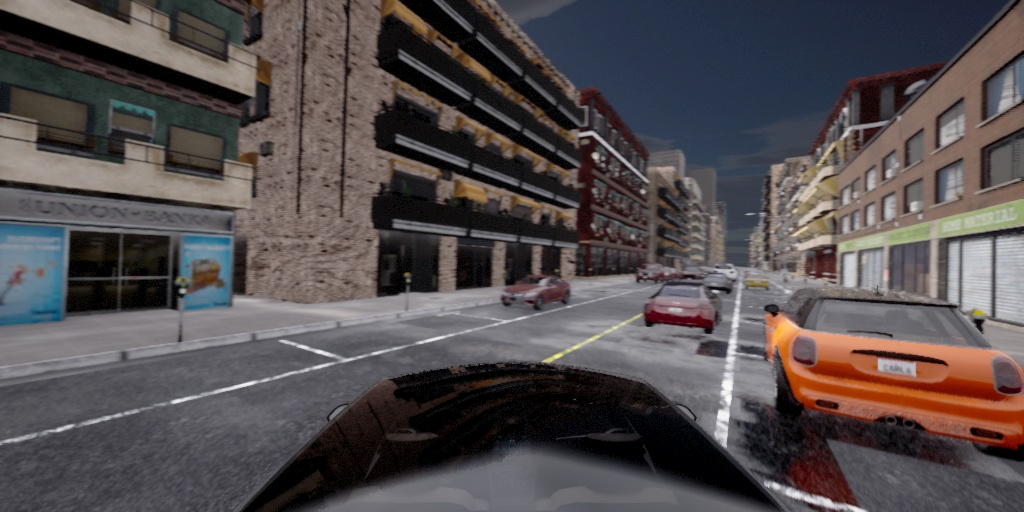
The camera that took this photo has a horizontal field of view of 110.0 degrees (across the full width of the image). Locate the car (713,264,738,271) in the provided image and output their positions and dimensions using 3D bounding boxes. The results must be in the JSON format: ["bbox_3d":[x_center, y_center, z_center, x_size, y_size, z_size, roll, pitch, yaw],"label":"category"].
[{"bbox_3d":[23.680,1.897,39.957,2.150,2.045,5.566,1,0,33],"label":"car"}]

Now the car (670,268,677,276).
[{"bbox_3d":[16.394,1.908,39.207,1.967,1.591,4.097,0,0,33],"label":"car"}]

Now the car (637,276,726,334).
[{"bbox_3d":[5.749,1.546,11.906,1.994,1.385,4.181,1,0,33],"label":"car"}]

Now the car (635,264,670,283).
[{"bbox_3d":[13.348,1.666,34.467,2.192,1.841,5.009,0,0,33],"label":"car"}]

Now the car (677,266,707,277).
[{"bbox_3d":[20.101,1.928,40.023,2.097,1.767,4.553,1,0,33],"label":"car"}]

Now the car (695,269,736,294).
[{"bbox_3d":[14.677,1.891,25.801,1.994,1.385,4.181,1,0,33],"label":"car"}]

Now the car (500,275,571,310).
[{"bbox_3d":[1.161,1.462,15.505,1.802,1.307,4.207,0,0,33],"label":"car"}]

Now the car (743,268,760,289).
[{"bbox_3d":[20.485,2.041,30.073,1.751,1.417,4.829,0,0,33],"label":"car"}]

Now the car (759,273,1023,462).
[{"bbox_3d":[5.351,1.280,5.708,2.097,1.767,4.553,1,0,33],"label":"car"}]
